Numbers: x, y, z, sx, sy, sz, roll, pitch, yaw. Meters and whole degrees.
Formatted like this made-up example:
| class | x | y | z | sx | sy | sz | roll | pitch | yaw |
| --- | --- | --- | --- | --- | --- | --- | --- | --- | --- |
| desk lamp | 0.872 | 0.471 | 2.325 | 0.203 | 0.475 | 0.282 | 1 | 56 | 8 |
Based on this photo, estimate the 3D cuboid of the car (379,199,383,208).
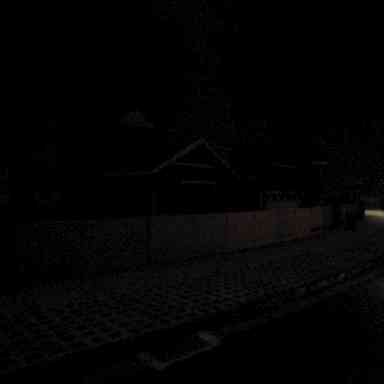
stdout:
| class | x | y | z | sx | sy | sz | roll | pitch | yaw |
| --- | --- | --- | --- | --- | --- | --- | --- | --- | --- |
| car | 30.264 | 1.793 | 50.949 | 1.837 | 1.490 | 4.892 | 1 | 0 | 10 |
